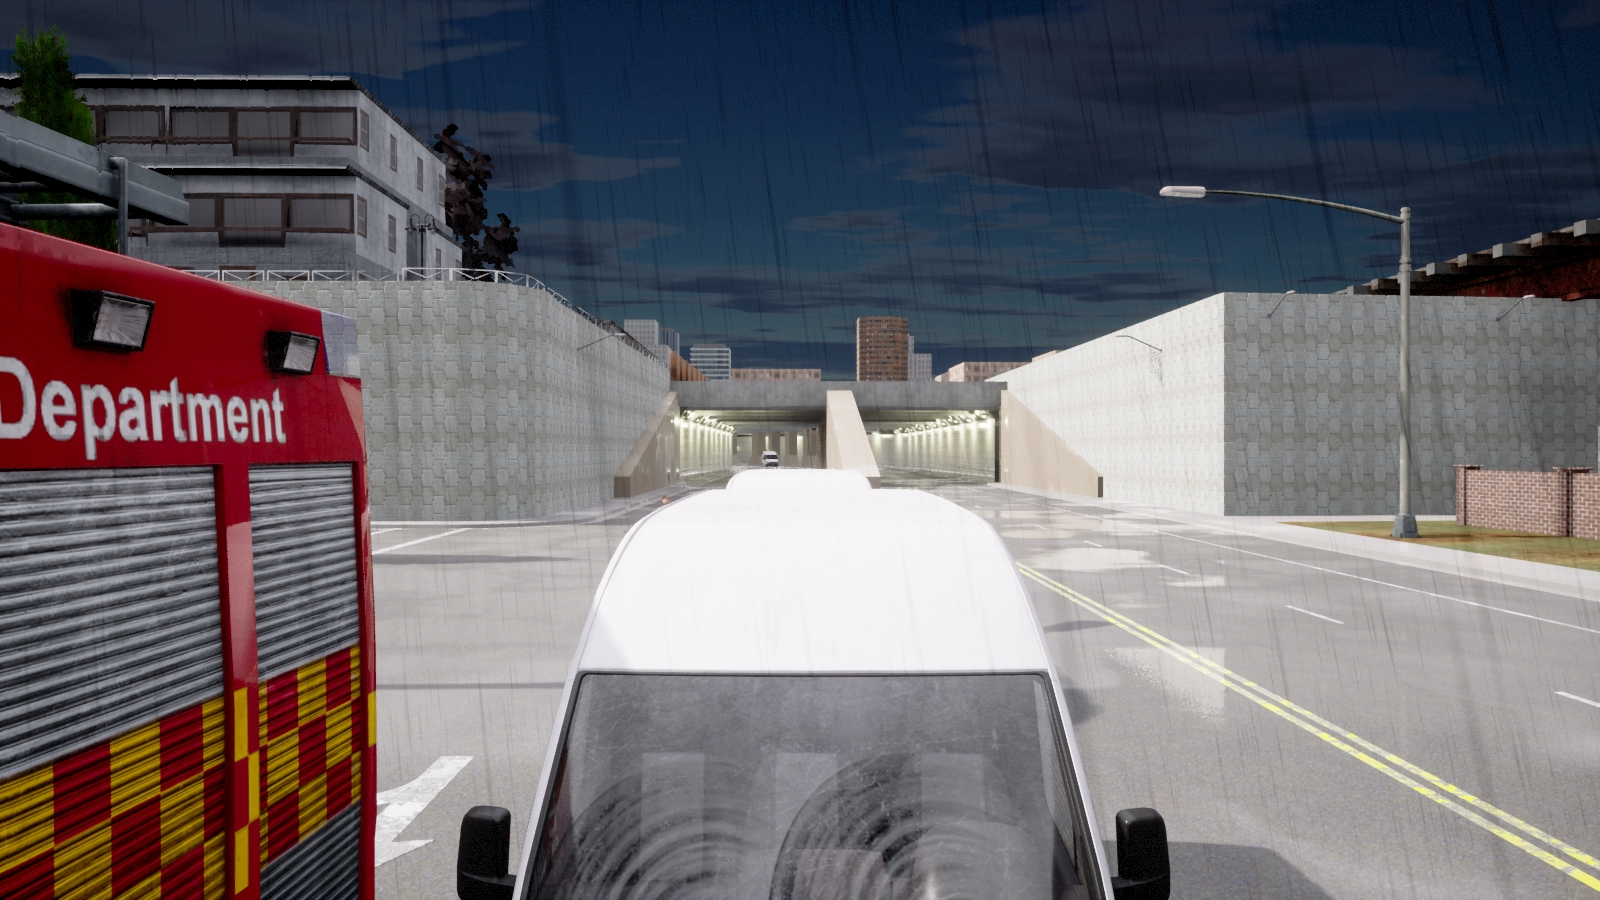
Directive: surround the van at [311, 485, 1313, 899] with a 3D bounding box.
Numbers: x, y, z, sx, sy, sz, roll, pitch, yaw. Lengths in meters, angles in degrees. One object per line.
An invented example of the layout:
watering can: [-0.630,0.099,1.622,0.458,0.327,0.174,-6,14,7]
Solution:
van: [0.047,1.534,5.226,1.988,2.561,5.915,0,0,1]
